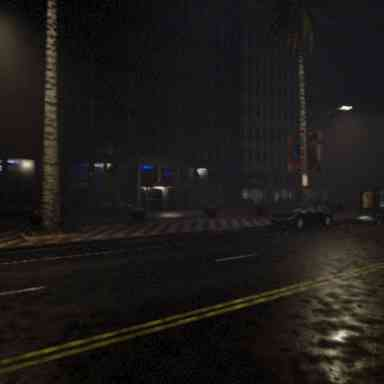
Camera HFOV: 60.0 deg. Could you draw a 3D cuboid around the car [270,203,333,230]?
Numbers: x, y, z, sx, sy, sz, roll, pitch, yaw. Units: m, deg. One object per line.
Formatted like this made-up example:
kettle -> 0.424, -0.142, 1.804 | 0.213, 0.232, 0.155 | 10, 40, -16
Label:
car -> 7.114, 1.479, 21.337 | 4.892, 1.521, 2.231 | 0, 0, -35
